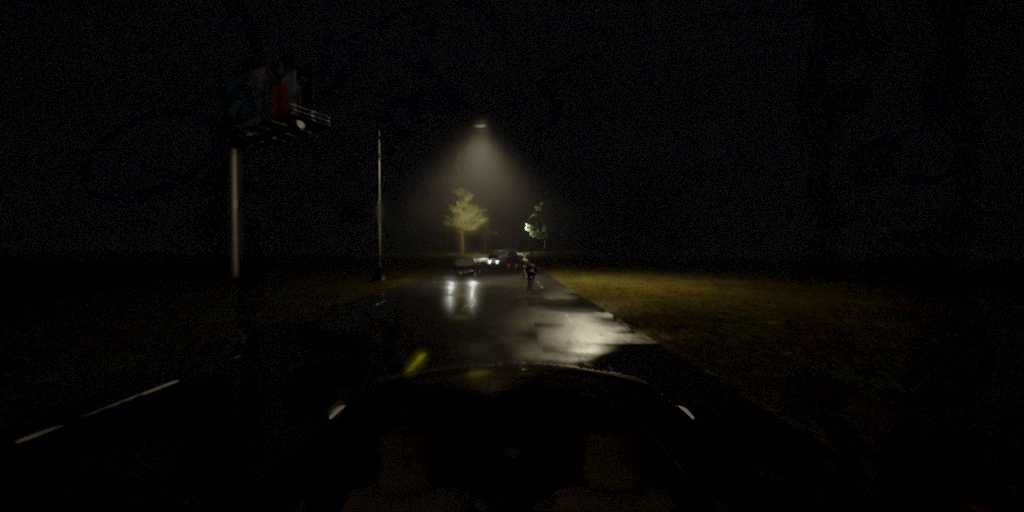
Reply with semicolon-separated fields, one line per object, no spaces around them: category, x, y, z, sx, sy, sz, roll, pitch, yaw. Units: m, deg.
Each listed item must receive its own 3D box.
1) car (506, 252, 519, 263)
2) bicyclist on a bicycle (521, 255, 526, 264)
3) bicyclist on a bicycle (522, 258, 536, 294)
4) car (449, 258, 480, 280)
car;0.068;0.279;56.557;2.128;1.511;4.902;0;1;0
bicyclist on a bicycle;0.953;0.835;27.243;0.659;1.776;1.843;0;1;0
bicyclist on a bicycle;0.955;1.053;17.868;0.582;1.620;1.656;0;0;0
car;-3.592;0.930;27.842;1.882;1.535;5.008;0;1;0
